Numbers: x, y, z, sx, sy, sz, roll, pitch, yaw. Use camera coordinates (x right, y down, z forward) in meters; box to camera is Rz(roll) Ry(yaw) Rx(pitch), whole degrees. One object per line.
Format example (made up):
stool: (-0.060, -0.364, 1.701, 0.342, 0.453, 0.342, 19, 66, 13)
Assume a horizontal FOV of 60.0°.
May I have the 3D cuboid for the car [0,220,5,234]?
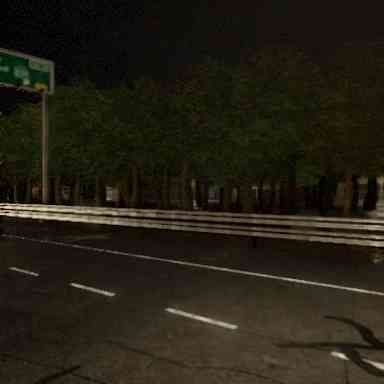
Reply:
car: (-11.214, 1.544, 16.186, 5.357, 1.411, 2.033, 0, 0, 36)
